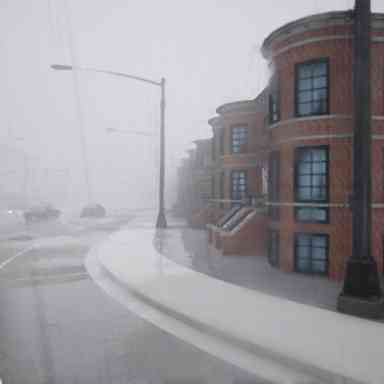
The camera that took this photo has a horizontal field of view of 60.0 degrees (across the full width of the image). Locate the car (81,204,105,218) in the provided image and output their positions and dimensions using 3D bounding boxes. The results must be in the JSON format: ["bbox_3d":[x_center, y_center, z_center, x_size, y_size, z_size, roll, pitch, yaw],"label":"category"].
[{"bbox_3d":[-10.390,1.980,35.095,1.812,1.442,4.674,1,-1,-5],"label":"car"}]

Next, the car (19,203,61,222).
[{"bbox_3d":[-13.488,1.942,30.233,1.895,1.301,4.718,1,-1,-5],"label":"car"}]

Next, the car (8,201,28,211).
[{"bbox_3d":[-25.836,2.084,49.920,1.994,1.385,4.181,1,-1,-5],"label":"car"}]
